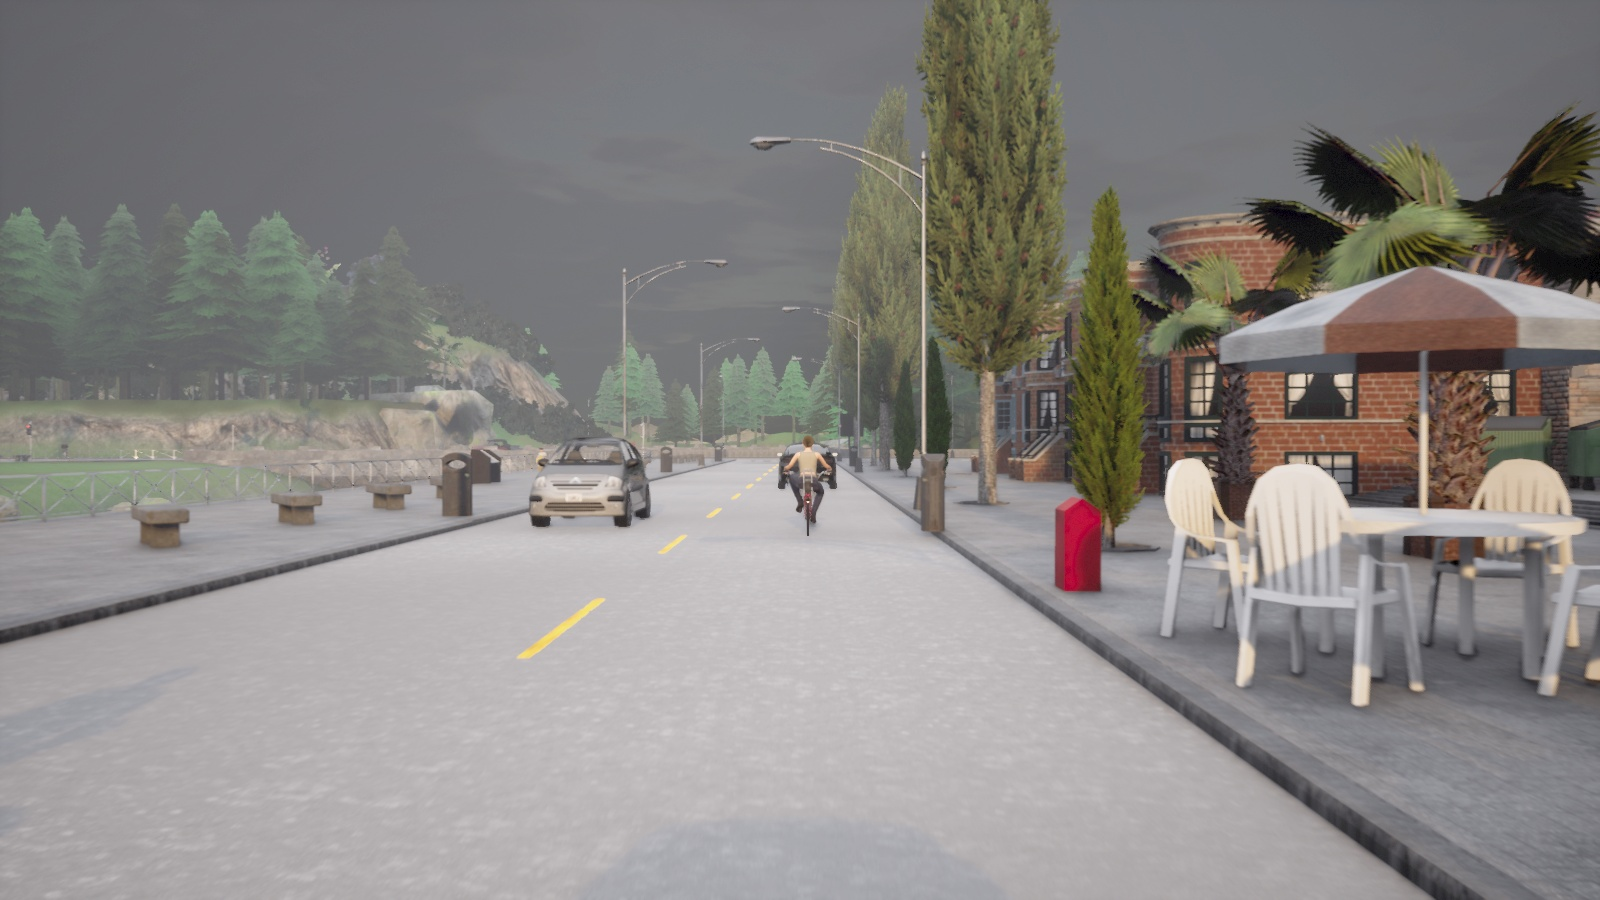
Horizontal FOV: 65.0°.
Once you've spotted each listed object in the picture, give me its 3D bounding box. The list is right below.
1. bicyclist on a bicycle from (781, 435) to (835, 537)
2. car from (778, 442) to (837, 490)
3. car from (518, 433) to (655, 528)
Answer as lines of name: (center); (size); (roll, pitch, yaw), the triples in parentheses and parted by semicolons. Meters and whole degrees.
bicyclist on a bicycle: (0.130, 0.567, 20.664); (0.866, 1.612, 1.509); (0, 0, 0)
car: (0.250, 0.485, 42.479); (1.882, 1.535, 5.008); (0, 0, 0)
car: (-3.855, 0.510, 23.335); (1.851, 1.617, 3.988); (0, 0, 0)
